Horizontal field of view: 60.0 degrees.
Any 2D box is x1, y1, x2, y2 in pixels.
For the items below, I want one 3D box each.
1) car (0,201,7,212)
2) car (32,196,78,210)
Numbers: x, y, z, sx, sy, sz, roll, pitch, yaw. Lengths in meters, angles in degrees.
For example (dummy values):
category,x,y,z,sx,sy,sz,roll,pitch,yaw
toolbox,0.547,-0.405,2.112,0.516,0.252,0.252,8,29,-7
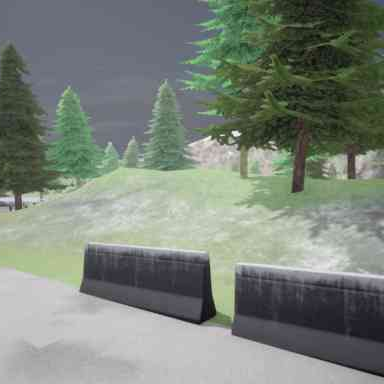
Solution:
category,x,y,z,sx,sy,sz,roll,pitch,yaw
car,-21.870,1.393,34.400,2.128,1.511,4.902,0,0,42
car,-18.028,1.370,43.201,5.008,1.535,1.882,0,0,-41
